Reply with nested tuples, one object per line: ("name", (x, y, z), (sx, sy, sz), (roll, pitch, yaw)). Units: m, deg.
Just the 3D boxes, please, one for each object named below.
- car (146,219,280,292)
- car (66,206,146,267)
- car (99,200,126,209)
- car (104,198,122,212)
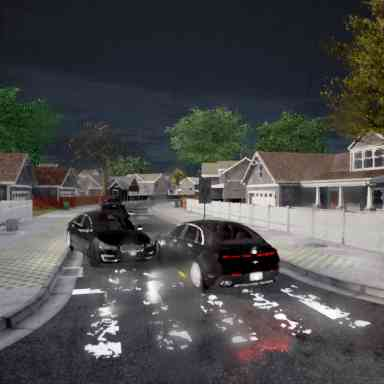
("car", (0.374, 1.506, 9.131), (1.837, 1.490, 4.892), (0, 0, -23))
("car", (-3.036, 1.477, 11.629), (1.837, 1.490, 4.892), (2, 0, -34))
("car", (-4.824, 1.499, 20.502), (1.837, 1.490, 4.892), (0, 0, -15))
("car", (-9.368, 1.523, 39.798), (1.812, 1.442, 4.674), (0, 0, -10))
